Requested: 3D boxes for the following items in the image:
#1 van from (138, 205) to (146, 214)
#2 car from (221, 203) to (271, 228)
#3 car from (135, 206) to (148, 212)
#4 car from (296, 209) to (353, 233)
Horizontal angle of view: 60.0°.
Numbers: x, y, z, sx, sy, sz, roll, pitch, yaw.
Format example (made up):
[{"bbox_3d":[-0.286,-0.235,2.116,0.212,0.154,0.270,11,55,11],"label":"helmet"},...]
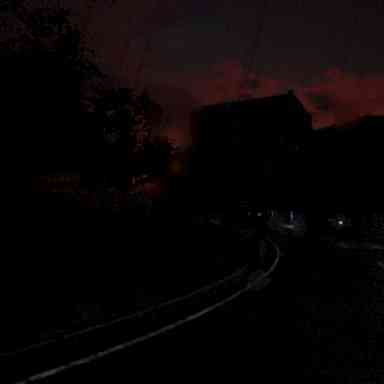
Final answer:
[{"bbox_3d":[-11.870,4.271,78.980,1.878,1.987,4.442,0,-4,-7],"label":"van"},{"bbox_3d":[3.903,1.640,25.015,2.097,1.767,4.553,0,-1,-21],"label":"car"},{"bbox_3d":[-10.589,3.737,67.955,2.002,1.452,4.674,1,-4,-6],"label":"car"},{"bbox_3d":[8.348,1.794,21.352,1.994,1.385,4.181,0,-1,-9],"label":"car"}]
